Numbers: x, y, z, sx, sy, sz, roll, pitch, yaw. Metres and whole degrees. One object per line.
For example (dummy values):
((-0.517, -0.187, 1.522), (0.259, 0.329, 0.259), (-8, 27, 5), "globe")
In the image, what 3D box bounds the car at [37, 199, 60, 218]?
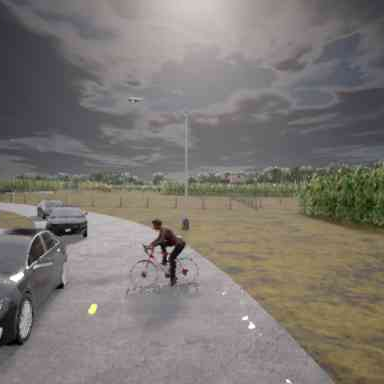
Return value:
((-11.424, 1.397, 27.209), (1.837, 1.490, 4.892), (0, 1, -32), "car")

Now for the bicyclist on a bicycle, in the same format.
((-0.654, 1.454, 7.882), (1.656, 1.620, 0.582), (-1, 0, -10), "bicyclist on a bicycle")

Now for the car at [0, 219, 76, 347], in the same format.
((-3.628, 1.502, 6.278), (1.837, 1.490, 4.892), (0, 0, -10), "car")

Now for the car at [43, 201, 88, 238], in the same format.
((-6.623, 1.458, 17.534), (1.882, 1.535, 5.008), (0, 0, -23), "car")
